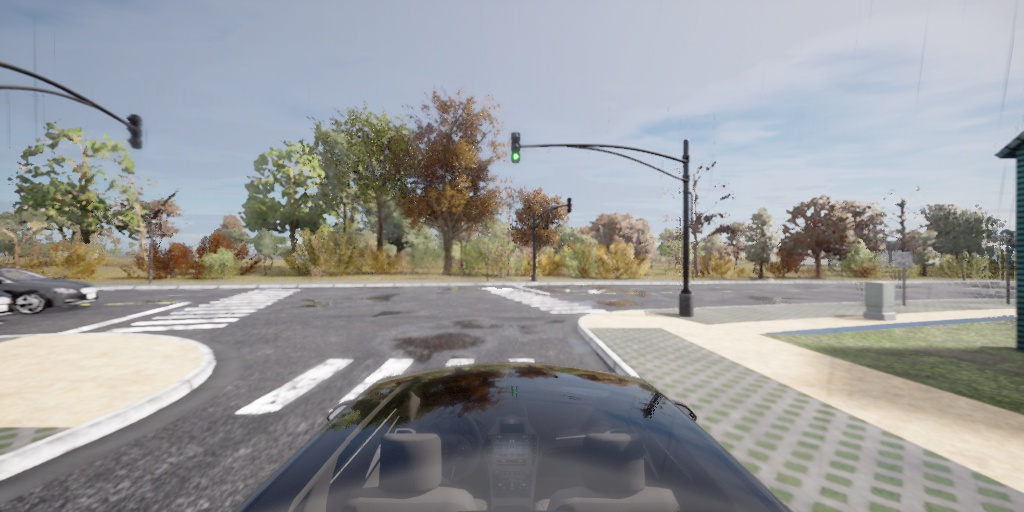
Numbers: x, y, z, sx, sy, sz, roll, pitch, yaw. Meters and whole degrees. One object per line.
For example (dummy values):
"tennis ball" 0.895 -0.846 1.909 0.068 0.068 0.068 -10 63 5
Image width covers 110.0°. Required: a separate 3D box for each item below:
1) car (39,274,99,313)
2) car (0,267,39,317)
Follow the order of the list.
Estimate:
"car" -17.121 1.101 11.754 4.902 1.511 2.128 1 -1 -22
"car" -15.963 1.096 8.705 4.902 1.511 2.128 1 -1 -22
